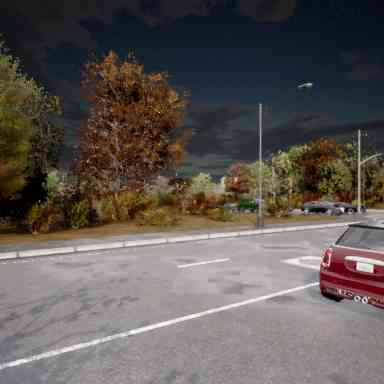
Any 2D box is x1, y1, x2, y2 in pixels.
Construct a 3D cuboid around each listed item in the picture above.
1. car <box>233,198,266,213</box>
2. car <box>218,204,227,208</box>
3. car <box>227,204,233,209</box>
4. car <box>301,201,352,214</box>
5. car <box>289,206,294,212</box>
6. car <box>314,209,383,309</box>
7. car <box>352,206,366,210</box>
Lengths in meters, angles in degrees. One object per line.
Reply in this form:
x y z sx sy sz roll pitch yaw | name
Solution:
8.509 1.798 45.040 2.150 2.045 5.566 0 -3 -32 | car
3.040 2.699 53.830 1.895 1.301 4.718 0 -3 -32 | car
6.308 2.627 55.188 2.033 1.411 5.357 0 -3 -32 | car
14.102 1.709 36.062 2.128 1.511 4.902 0 -1 -32 | car
11.828 2.036 46.333 1.882 1.535 5.008 0 -3 -32 | car
4.811 1.363 7.120 4.553 1.767 2.097 0 0 -35 | car
17.144 1.827 37.807 1.895 1.301 4.718 0 -1 -32 | car
